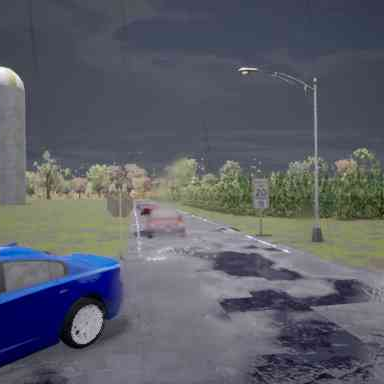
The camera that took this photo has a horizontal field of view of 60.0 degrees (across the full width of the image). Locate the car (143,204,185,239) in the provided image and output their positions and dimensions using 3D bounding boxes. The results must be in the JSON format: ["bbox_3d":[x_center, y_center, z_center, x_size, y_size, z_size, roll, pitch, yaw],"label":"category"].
[{"bbox_3d":[-1.532,1.614,18.197,1.812,1.442,4.674,-1,0,-10],"label":"car"}]

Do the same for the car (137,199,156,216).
[{"bbox_3d":[-4.437,1.761,34.500,1.895,1.301,4.718,-1,0,-10],"label":"car"}]

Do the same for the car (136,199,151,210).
[{"bbox_3d":[-7.140,1.787,48.939,1.994,1.385,4.181,-1,0,-10],"label":"car"}]

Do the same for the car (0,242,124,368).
[{"bbox_3d":[-3.109,1.498,4.222,1.882,1.535,5.008,0,-1,34],"label":"car"}]
